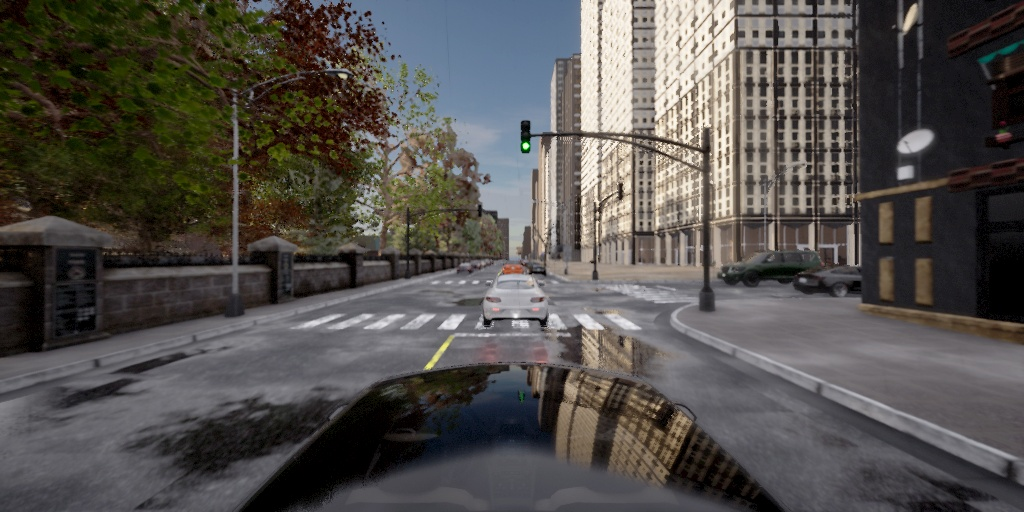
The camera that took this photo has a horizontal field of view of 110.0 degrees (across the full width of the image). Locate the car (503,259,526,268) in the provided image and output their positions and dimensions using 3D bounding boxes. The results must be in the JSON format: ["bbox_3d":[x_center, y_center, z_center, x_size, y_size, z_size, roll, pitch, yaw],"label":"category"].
[{"bbox_3d":[0.103,1.200,37.432,2.097,1.767,4.553,0,0,0],"label":"car"}]

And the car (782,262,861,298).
[{"bbox_3d":[14.685,1.059,15.542,4.313,1.339,1.948,0,0,0],"label":"car"}]

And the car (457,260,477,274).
[{"bbox_3d":[-5.689,1.449,43.758,1.802,1.307,4.207,0,0,0],"label":"car"}]

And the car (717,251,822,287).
[{"bbox_3d":[15.340,0.743,21.344,5.566,2.045,2.150,-1,0,0],"label":"car"}]

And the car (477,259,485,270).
[{"bbox_3d":[-5.688,1.343,55.023,1.967,1.591,4.097,0,0,0],"label":"car"}]

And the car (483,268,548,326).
[{"bbox_3d":[0.098,1.300,11.606,1.812,1.442,4.674,0,0,0],"label":"car"}]

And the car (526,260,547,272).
[{"bbox_3d":[2.691,1.416,38.125,1.948,1.339,4.313,0,0,0],"label":"car"}]
